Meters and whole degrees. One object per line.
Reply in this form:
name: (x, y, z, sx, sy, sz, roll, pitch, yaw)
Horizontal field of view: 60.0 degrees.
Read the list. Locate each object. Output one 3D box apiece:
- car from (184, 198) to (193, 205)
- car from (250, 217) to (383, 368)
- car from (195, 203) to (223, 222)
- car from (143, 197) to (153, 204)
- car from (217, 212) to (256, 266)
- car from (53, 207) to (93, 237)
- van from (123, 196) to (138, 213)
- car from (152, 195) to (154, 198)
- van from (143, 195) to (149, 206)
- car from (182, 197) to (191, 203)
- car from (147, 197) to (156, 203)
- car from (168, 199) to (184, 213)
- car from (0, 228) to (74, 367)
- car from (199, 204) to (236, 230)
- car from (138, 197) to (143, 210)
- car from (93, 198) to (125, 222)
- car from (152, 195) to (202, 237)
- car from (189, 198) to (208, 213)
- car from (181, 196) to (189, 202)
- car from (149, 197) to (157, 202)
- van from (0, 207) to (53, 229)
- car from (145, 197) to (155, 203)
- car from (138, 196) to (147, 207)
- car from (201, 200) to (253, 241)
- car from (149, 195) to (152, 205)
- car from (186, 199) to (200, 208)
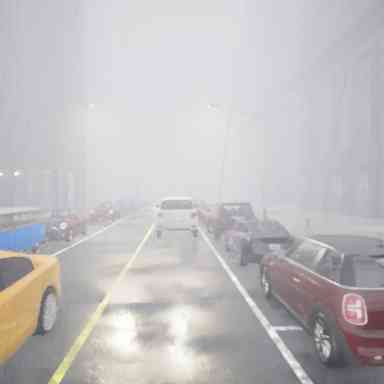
car: (-0.757, 1.828, 67.737, 1.802, 1.307, 4.206, -1, 0, -3)
car: (2.516, 1.442, 5.825, 1.967, 1.590, 4.097, -1, 0, -3)
car: (1.327, 1.653, 28.339, 1.947, 1.339, 4.313, -1, 0, -3)
car: (-9.567, 1.894, 72.910, 1.947, 1.339, 4.313, -1, 0, -3)
car: (2.220, 1.589, 11.453, 1.947, 1.339, 4.313, -1, 0, -3)
car: (-6.592, 1.544, 16.623, 1.967, 1.590, 4.097, -1, 0, -3)
van: (-7.783, 1.530, 39.138, 1.690, 1.788, 3.998, -1, 0, -3)
car: (-9.272, 1.620, 67.282, 2.192, 1.841, 5.009, -1, 0, -3)
van: (-8.676, 1.598, 56.024, 1.690, 1.788, 3.998, -1, 0, -3)
car: (-1.352, 1.875, 78.994, 1.802, 1.307, 4.206, -1, 0, -3)
car: (-10.162, 1.928, 84.166, 2.008, 1.369, 4.403, -1, 0, -3)
car: (-1.954, 1.655, 39.863, 1.837, 1.490, 4.892, 0, 0, -3)
car: (-3.148, 1.513, 3.880, 1.882, 1.535, 5.008, 0, 0, -3)
car: (1.624, 1.610, 22.710, 1.887, 1.381, 4.507, -1, 0, -3)
car: (-8.070, 1.735, 44.596, 1.752, 1.417, 4.829, -1, 0, -3)
car: (-7.187, 1.586, 27.880, 1.967, 1.590, 4.097, -1, 0, -3)
car: (-0.848, 1.294, 18.753, 2.150, 2.045, 5.566, 0, 0, -3)
car: (0.730, 1.570, 39.595, 1.967, 1.590, 4.097, -1, 0, -3)
car: (-1.949, 1.784, 90.251, 1.967, 1.590, 4.097, -1, 0, -3)
car: (-10.460, 1.985, 89.796, 1.802, 1.307, 4.206, -1, 0, -3)
van: (-6.295, 1.423, 10.994, 1.690, 1.788, 3.998, -1, 0, -3)
car: (-9.865, 1.918, 78.538, 1.947, 1.339, 4.313, -1, 0, -3)
car: (-8.376, 1.784, 50.394, 2.008, 1.369, 4.403, -1, 0, -3)
car: (1.920, 1.360, 17.083, 2.192, 1.841, 5.009, -1, 0, -3)
car: (-8.973, 1.721, 61.652, 1.967, 1.590, 4.097, -1, 0, -3)
car: (0.136, 1.740, 50.851, 1.947, 1.339, 4.313, -1, 0, -3)
